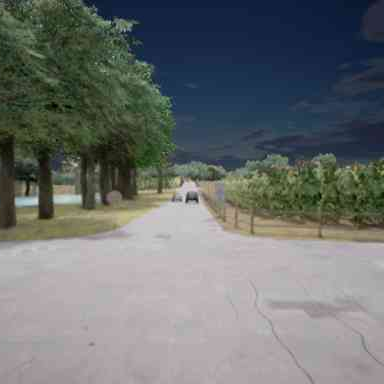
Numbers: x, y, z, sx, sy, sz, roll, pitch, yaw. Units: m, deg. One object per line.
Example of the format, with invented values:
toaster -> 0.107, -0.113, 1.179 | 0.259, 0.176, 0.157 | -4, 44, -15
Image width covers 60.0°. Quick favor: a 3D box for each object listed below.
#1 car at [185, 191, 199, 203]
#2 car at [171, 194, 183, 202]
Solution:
car -> -0.001, 0.839, 56.345 | 2.150, 2.045, 5.566 | 0, 1, 0
car -> -2.751, 1.042, 60.910 | 1.812, 1.442, 4.674 | 0, 1, 0
